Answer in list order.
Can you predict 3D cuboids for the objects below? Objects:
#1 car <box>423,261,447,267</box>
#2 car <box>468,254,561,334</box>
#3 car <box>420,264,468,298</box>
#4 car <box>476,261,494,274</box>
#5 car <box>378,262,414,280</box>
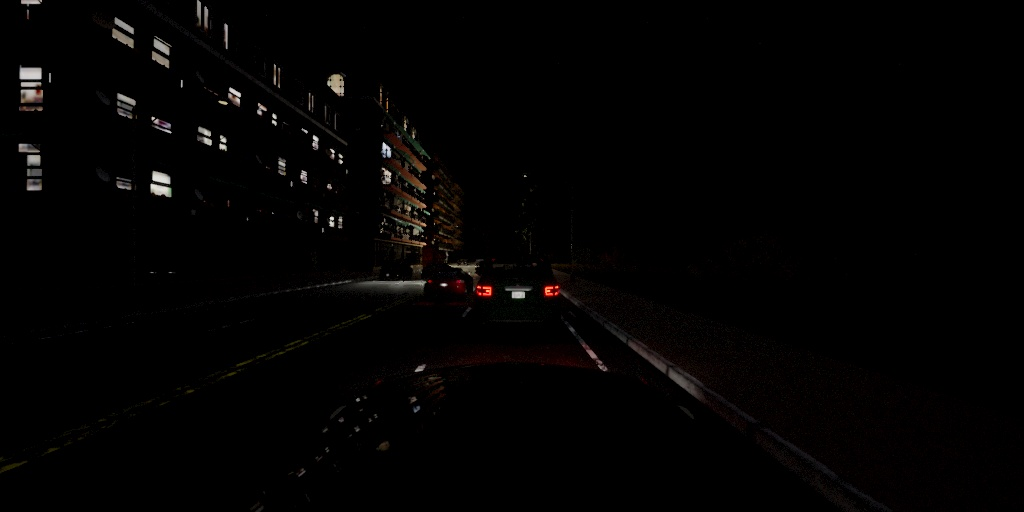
[{"bbox_3d":[-6.586,1.233,31.318,1.882,1.535,5.008,0,0,0],"label":"car"},{"bbox_3d":[0.107,0.974,10.793,2.150,2.045,5.566,0,0,-1],"label":"car"},{"bbox_3d":[-3.143,1.317,18.568,1.994,1.385,4.181,0,0,0],"label":"car"},{"bbox_3d":[-3.127,1.282,42.194,1.812,1.442,4.674,0,0,0],"label":"car"},{"bbox_3d":[-9.836,1.260,30.813,1.837,1.490,4.892,0,0,0],"label":"car"}]
